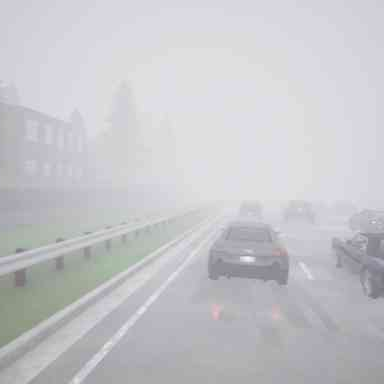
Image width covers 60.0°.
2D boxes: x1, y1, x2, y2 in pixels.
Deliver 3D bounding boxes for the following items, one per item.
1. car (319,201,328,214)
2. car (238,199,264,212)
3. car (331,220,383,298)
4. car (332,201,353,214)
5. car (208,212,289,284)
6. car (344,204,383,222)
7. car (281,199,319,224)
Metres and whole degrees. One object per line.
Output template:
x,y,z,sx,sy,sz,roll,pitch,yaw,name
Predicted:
13.643,1.644,36.870,1.994,1.385,4.181,2,1,10,car
4.890,1.369,27.700,1.837,1.490,4.892,2,1,10,car
4.981,1.685,8.468,1.895,1.301,4.718,2,1,10,car
17.408,1.730,38.039,1.812,1.442,4.674,2,1,10,car
1.641,1.513,9.651,1.994,1.385,4.181,2,1,10,car
10.414,1.689,18.935,1.812,1.442,4.674,2,1,10,car
8.100,1.355,25.766,2.097,1.767,4.553,2,1,10,car
